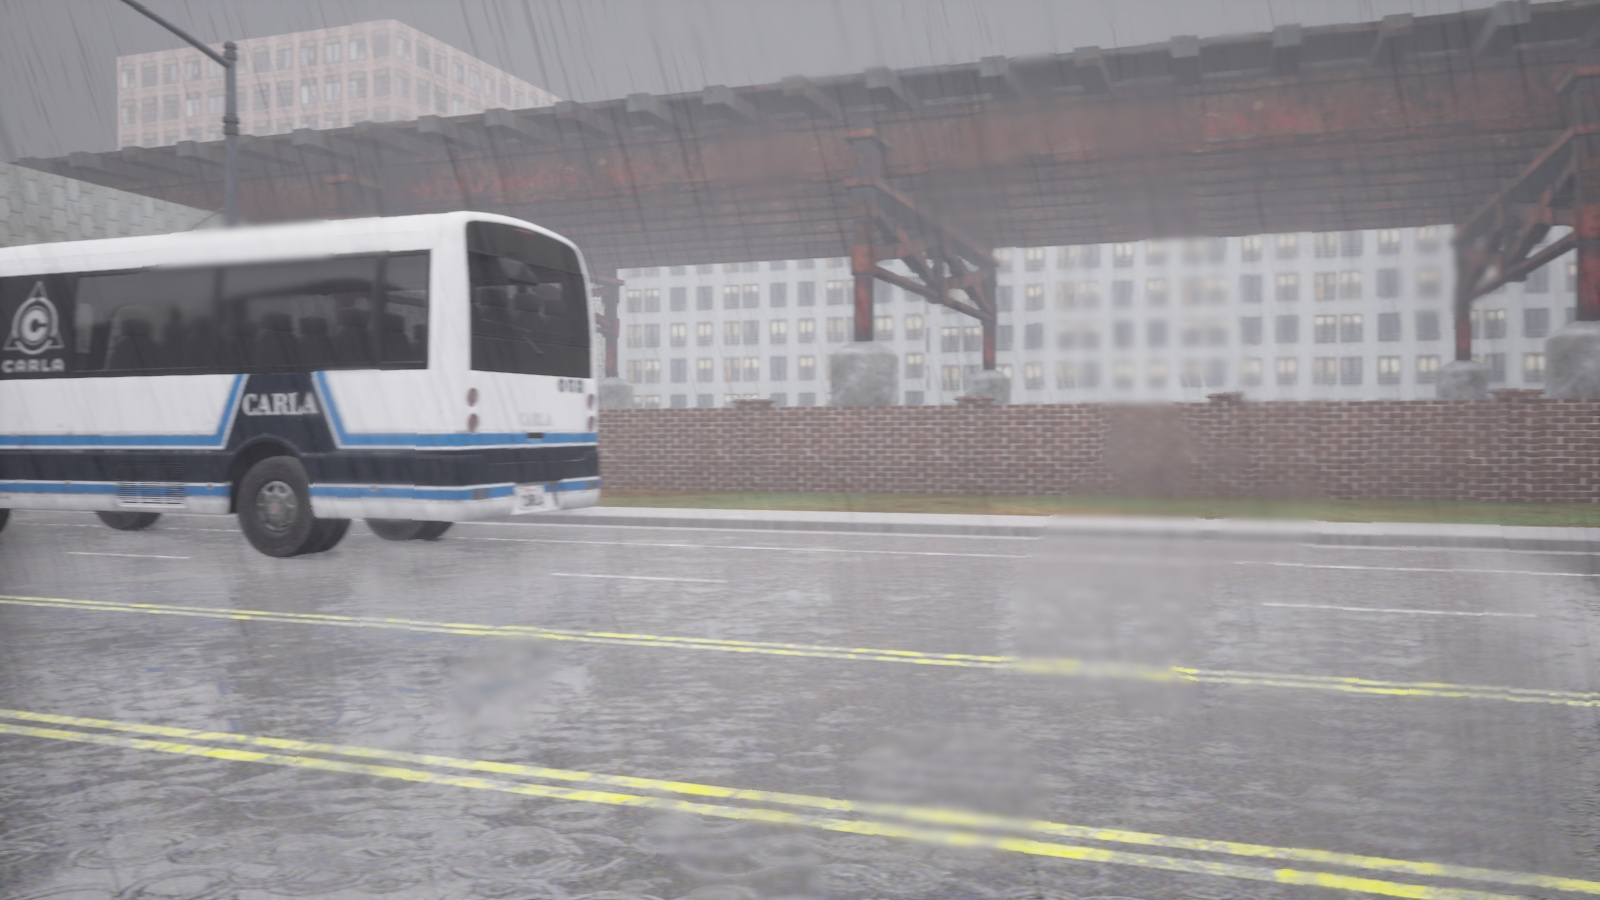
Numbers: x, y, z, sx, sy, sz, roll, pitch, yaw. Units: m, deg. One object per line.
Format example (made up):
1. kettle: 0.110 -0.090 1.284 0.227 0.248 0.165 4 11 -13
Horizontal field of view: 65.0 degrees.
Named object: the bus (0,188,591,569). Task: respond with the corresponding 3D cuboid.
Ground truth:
1. bus: -8.454 -0.869 17.729 10.273 4.253 3.944 1 1 21
